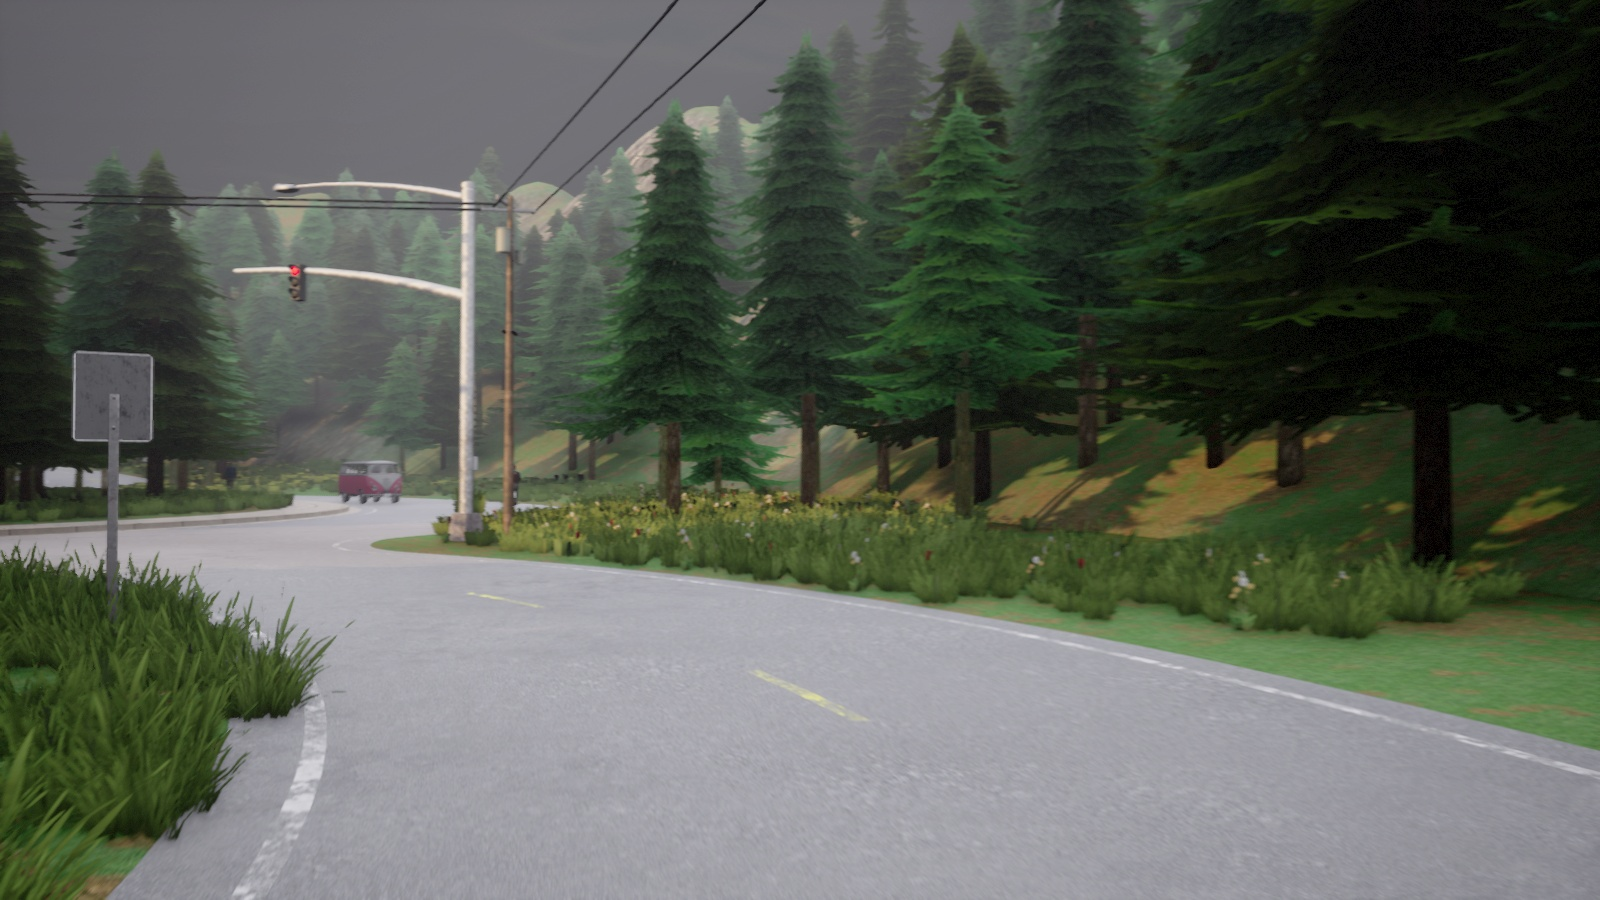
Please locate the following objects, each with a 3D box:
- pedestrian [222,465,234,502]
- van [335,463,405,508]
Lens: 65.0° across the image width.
[{"bbox_3d":[-28.777,1.674,63.131,0.402,1.842,0.726,0,-1,-37],"label":"pedestrian"},{"bbox_3d":[-19.866,1.626,57.899,1.775,1.987,4.442,0,-1,-37],"label":"van"}]
